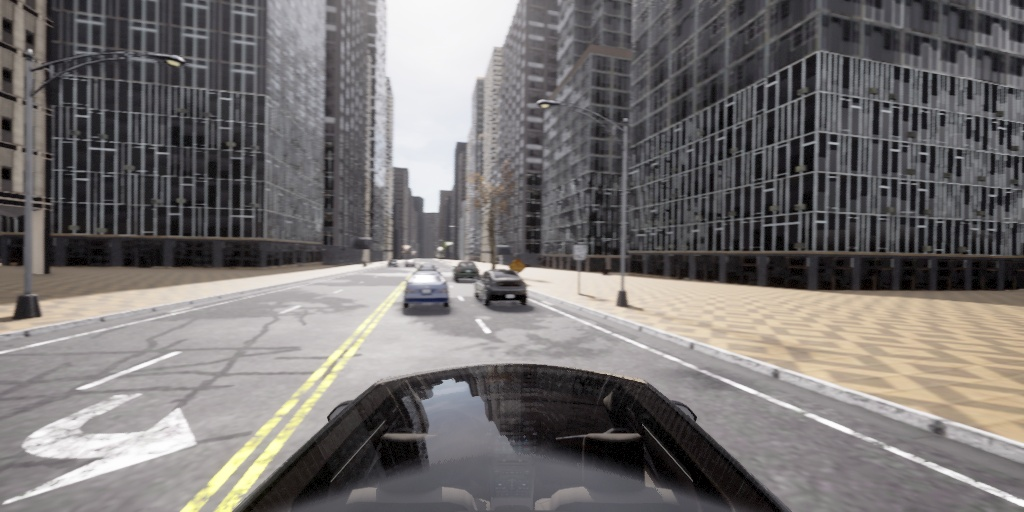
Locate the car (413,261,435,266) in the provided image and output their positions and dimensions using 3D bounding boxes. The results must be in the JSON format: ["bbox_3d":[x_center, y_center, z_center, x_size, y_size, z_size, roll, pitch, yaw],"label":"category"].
[{"bbox_3d":[-7.242,1.388,30.600,1.812,1.442,4.674,1,0,-13],"label":"car"}]

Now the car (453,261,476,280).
[{"bbox_3d":[-4.007,1.258,31.043,2.097,1.767,4.553,1,-1,-13],"label":"car"}]

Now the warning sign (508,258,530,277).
[{"bbox_3d":[0.324,1.038,25.043,1.300,1.860,1.060,0,0,-13],"label":"warning sign"}]

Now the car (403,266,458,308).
[{"bbox_3d":[-3.711,1.348,15.617,2.033,1.411,5.357,1,0,-13],"label":"car"}]

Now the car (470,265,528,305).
[{"bbox_3d":[-0.617,1.358,16.666,1.837,1.490,4.892,1,0,-13],"label":"car"}]
